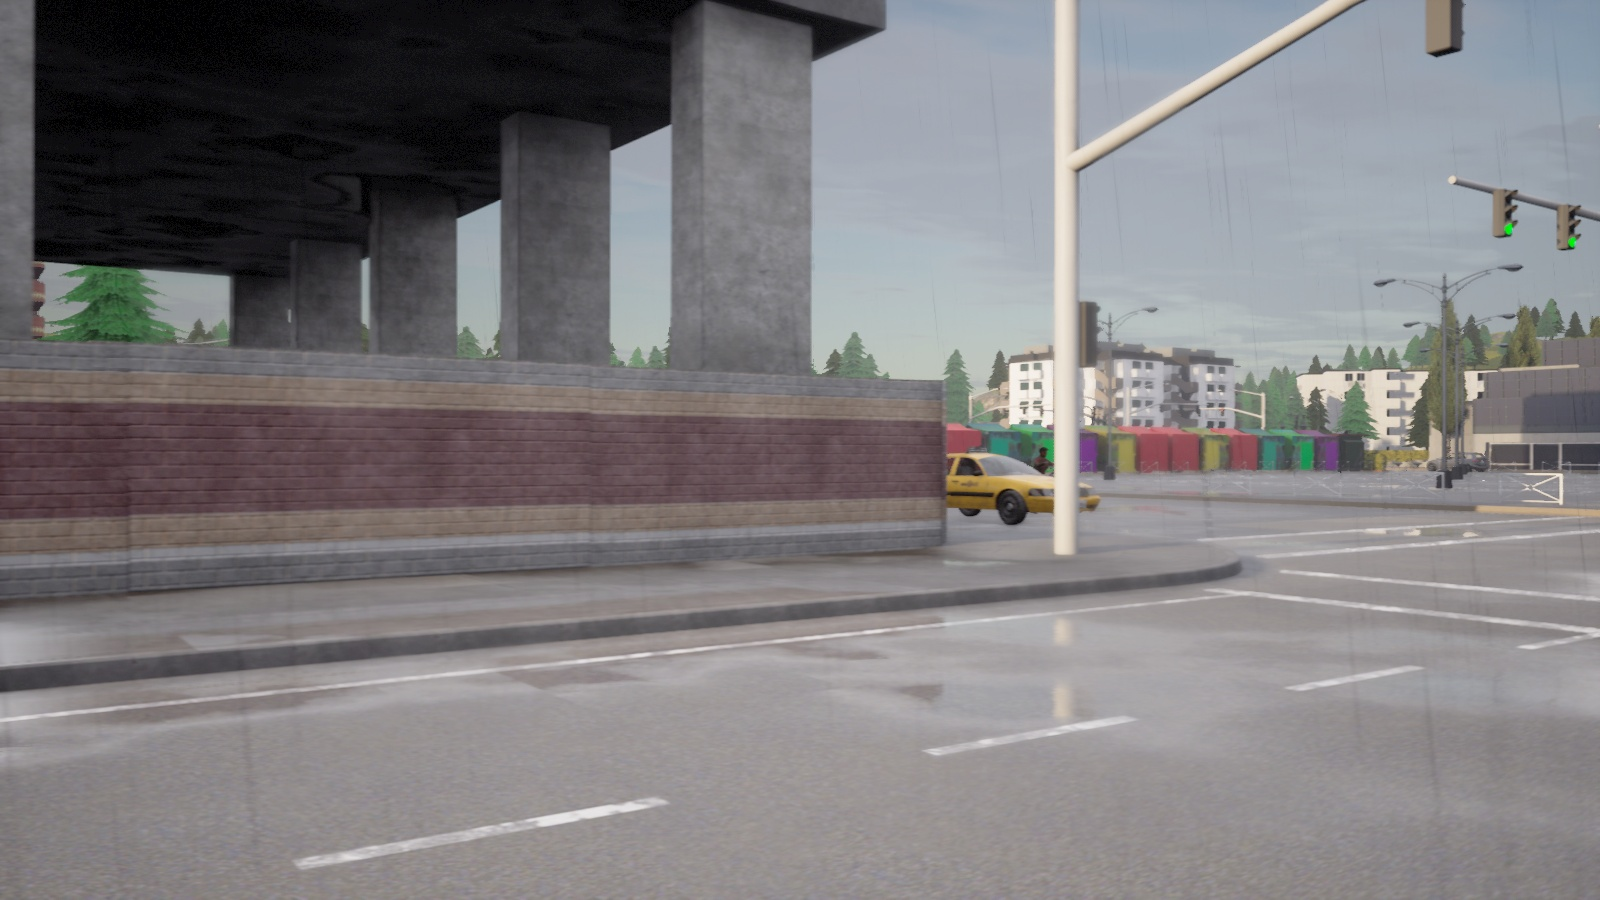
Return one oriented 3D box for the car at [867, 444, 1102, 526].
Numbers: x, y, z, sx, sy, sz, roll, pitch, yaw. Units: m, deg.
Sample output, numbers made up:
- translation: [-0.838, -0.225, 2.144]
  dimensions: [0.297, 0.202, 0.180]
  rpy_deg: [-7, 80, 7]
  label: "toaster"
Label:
- translation: [3.812, 0.686, 26.997]
  dimensions: [1.801, 1.575, 5.366]
  rpy_deg: [0, 0, -35]
  label: "car"
